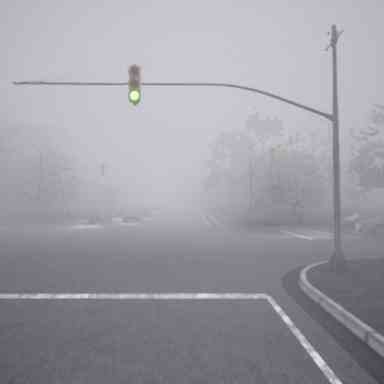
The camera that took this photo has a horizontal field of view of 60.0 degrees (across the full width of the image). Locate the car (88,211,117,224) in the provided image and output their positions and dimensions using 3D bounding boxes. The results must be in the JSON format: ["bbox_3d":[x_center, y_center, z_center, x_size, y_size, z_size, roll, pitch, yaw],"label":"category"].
[{"bbox_3d":[-10.623,2.956,38.908,1.895,1.301,4.718,0,-2,1],"label":"car"}]

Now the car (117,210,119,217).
[{"bbox_3d":[-10.592,3.206,51.838,1.895,1.301,4.718,0,-1,0],"label":"car"}]

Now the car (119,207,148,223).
[{"bbox_3d":[-7.100,2.956,40.785,2.033,1.411,5.357,0,-2,0],"label":"car"}]

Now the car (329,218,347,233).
[{"bbox_3d":[13.066,2.380,25.799,4.674,1.442,1.812,0,-2,-2],"label":"car"}]

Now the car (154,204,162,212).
[{"bbox_3d":[-7.011,3.119,66.603,2.033,1.411,5.357,0,1,0],"label":"car"}]

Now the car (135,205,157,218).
[{"bbox_3d":[-7.095,3.150,51.501,2.033,1.411,5.357,0,-1,0],"label":"car"}]

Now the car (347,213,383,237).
[{"bbox_3d":[13.500,2.202,22.314,4.902,1.511,2.128,0,-2,-2],"label":"car"}]
